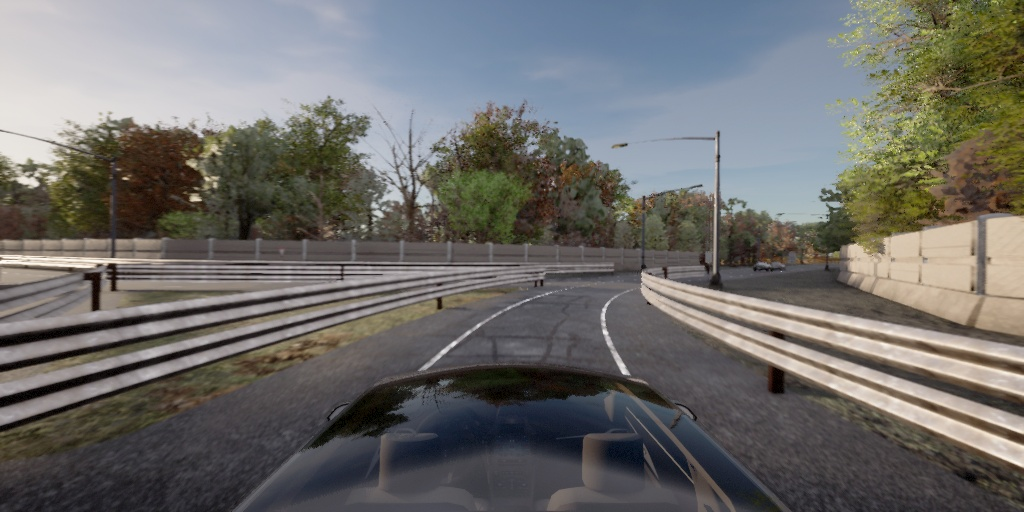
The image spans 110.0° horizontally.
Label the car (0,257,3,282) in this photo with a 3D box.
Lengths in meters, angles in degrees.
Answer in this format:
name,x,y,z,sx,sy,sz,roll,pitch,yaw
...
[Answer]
name,x,y,z,sx,sy,sz,roll,pitch,yaw
car,-29.179,0.615,19.016,5.566,2.045,2.150,1,0,38
